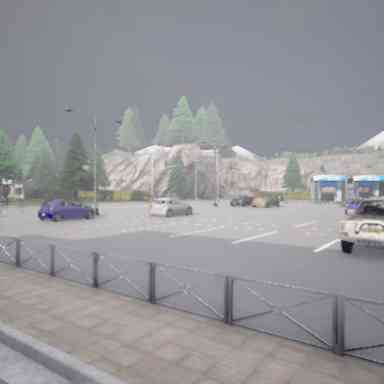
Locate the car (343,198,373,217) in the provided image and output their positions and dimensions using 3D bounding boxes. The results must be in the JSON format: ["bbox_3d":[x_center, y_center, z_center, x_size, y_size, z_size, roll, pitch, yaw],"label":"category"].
[{"bbox_3d":[14.479,1.290,28.918,1.845,1.501,3.633,1,0,35],"label":"car"}]

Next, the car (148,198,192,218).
[{"bbox_3d":[-1.668,1.243,26.935,1.970,1.475,3.806,1,0,35],"label":"car"}]

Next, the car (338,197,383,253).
[{"bbox_3d":[6.647,1.101,11.719,1.932,1.855,4.605,1,0,35],"label":"car"}]

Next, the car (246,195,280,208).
[{"bbox_3d":[9.292,1.191,42.045,2.152,1.636,5.027,1,0,35],"label":"car"}]

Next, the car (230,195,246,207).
[{"bbox_3d":[6.708,1.170,43.824,2.007,1.523,4.514,1,0,35],"label":"car"}]

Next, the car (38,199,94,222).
[{"bbox_3d":[-8.403,1.205,22.625,1.845,1.501,3.633,1,0,35],"label":"car"}]
